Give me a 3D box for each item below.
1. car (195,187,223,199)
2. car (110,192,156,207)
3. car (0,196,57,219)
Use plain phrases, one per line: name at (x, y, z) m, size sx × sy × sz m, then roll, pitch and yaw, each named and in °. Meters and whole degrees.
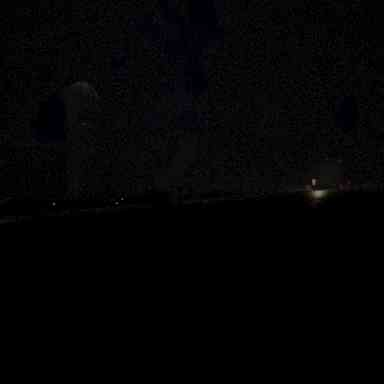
car at (2.341, 0.155, 44.838) m, size 1.837 × 1.490 × 4.892 m, roll -1°, pitch 2°, yaw 36°
car at (-5.884, 0.703, 33.374) m, size 1.895 × 1.301 × 4.718 m, roll -1°, pitch 1°, yaw 36°
car at (-12.566, 1.039, 23.967) m, size 2.033 × 1.411 × 5.357 m, roll -1°, pitch 1°, yaw 34°
